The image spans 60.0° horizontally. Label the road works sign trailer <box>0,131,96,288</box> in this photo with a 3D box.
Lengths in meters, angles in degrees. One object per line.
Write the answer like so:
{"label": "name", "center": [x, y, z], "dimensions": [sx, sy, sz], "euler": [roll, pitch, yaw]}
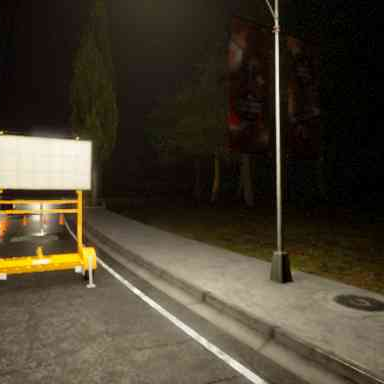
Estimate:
{"label": "road works sign trailer", "center": [-3.789, 0.356, 8.361], "dimensions": [2.380, 3.560, 2.880], "euler": [0, 1, -26]}

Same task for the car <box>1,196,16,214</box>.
{"label": "car", "center": [-16.596, 1.080, 29.110], "dimensions": [1.882, 1.535, 5.008], "euler": [0, 0, -23]}
